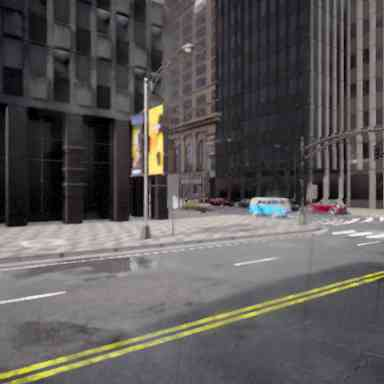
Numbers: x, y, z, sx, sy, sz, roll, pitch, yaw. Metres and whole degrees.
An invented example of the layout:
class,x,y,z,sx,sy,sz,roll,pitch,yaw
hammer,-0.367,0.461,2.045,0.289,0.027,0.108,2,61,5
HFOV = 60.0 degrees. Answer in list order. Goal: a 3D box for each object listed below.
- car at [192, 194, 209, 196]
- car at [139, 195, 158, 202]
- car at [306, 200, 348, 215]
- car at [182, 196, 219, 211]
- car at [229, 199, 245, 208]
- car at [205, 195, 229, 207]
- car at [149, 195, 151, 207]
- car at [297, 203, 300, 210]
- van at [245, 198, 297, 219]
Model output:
class,x,y,z,sx,sy,sz,roll,pitch,yaw
car,0.998,1.199,53.331,2.192,1.841,5.009,1,0,-35
car,-8.776,1.294,67.089,1.947,1.339,4.313,1,0,-35
car,14.024,1.527,34.989,1.967,1.590,4.097,1,0,-35
car,0.657,1.507,39.084,1.752,1.417,4.829,1,0,-35
car,7.509,1.537,44.161,2.008,1.369,4.403,1,0,-35
car,4.252,1.480,48.746,1.887,1.381,4.507,1,0,-35
car,-5.955,1.460,48.394,1.802,1.307,4.206,1,0,-35
car,10.766,1.602,39.574,1.947,1.339,4.313,1,0,-35
van,7.075,1.422,30.052,1.690,1.788,3.998,1,0,-35
